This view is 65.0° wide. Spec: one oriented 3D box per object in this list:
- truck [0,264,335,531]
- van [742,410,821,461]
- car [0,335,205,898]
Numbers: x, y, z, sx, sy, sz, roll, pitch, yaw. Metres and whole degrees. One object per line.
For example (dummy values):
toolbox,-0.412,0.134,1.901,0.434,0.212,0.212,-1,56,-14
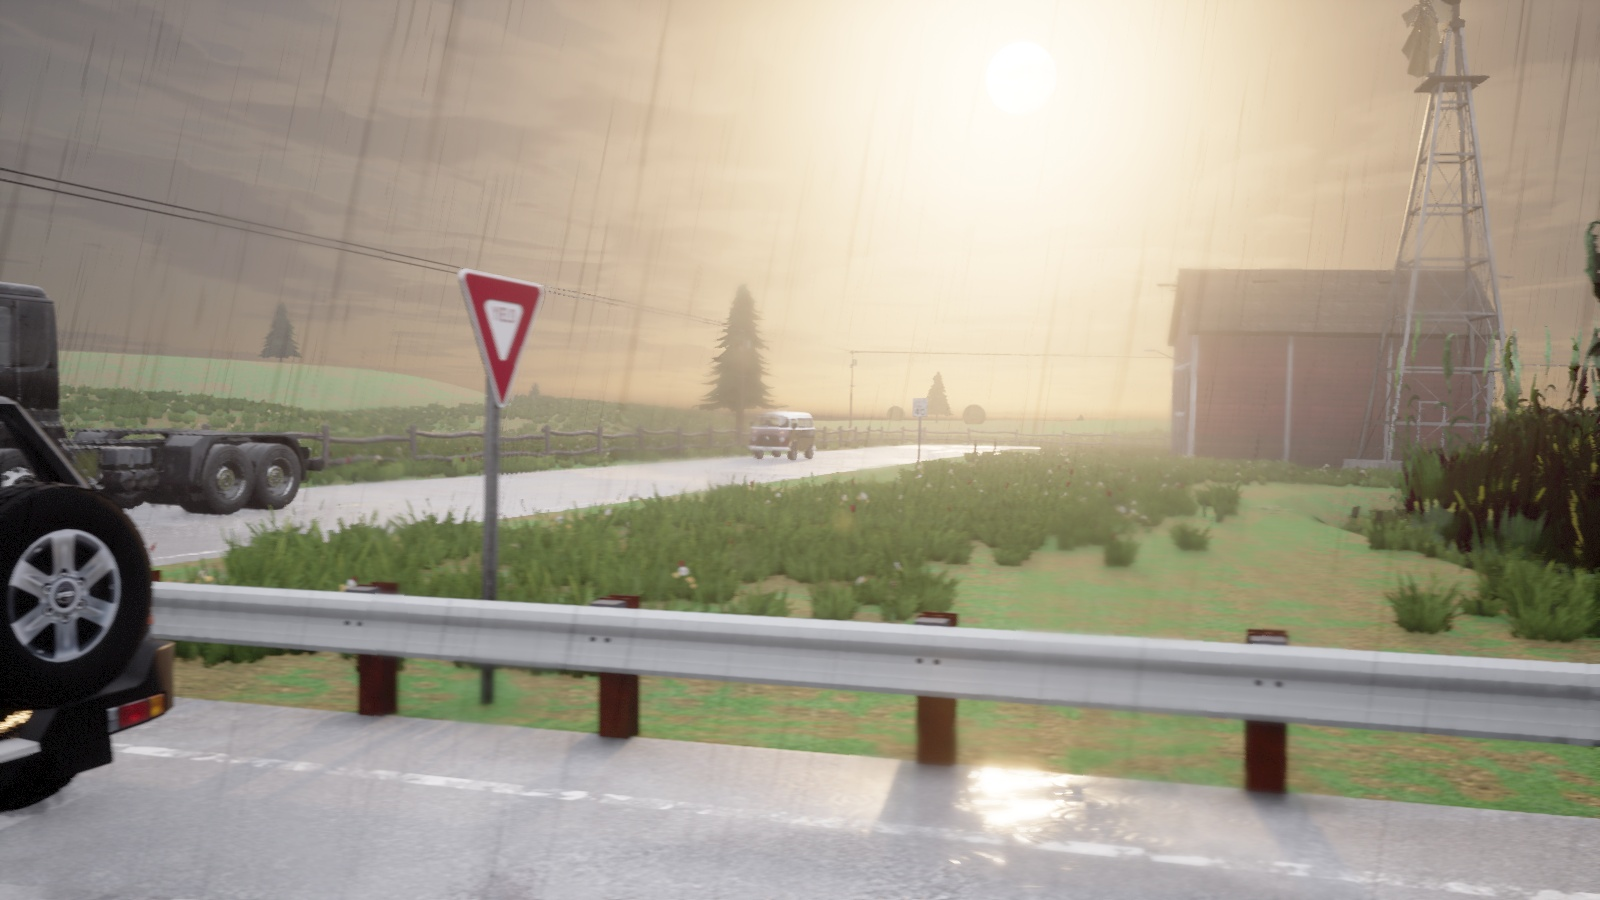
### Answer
truck,-10.973,-0.779,19.299,2.891,3.462,7.936,2,2,17
van,-0.735,-0.631,53.546,2.069,2.038,4.480,2,2,17
car,-4.846,0.506,4.741,4.605,1.855,1.932,1,1,17
